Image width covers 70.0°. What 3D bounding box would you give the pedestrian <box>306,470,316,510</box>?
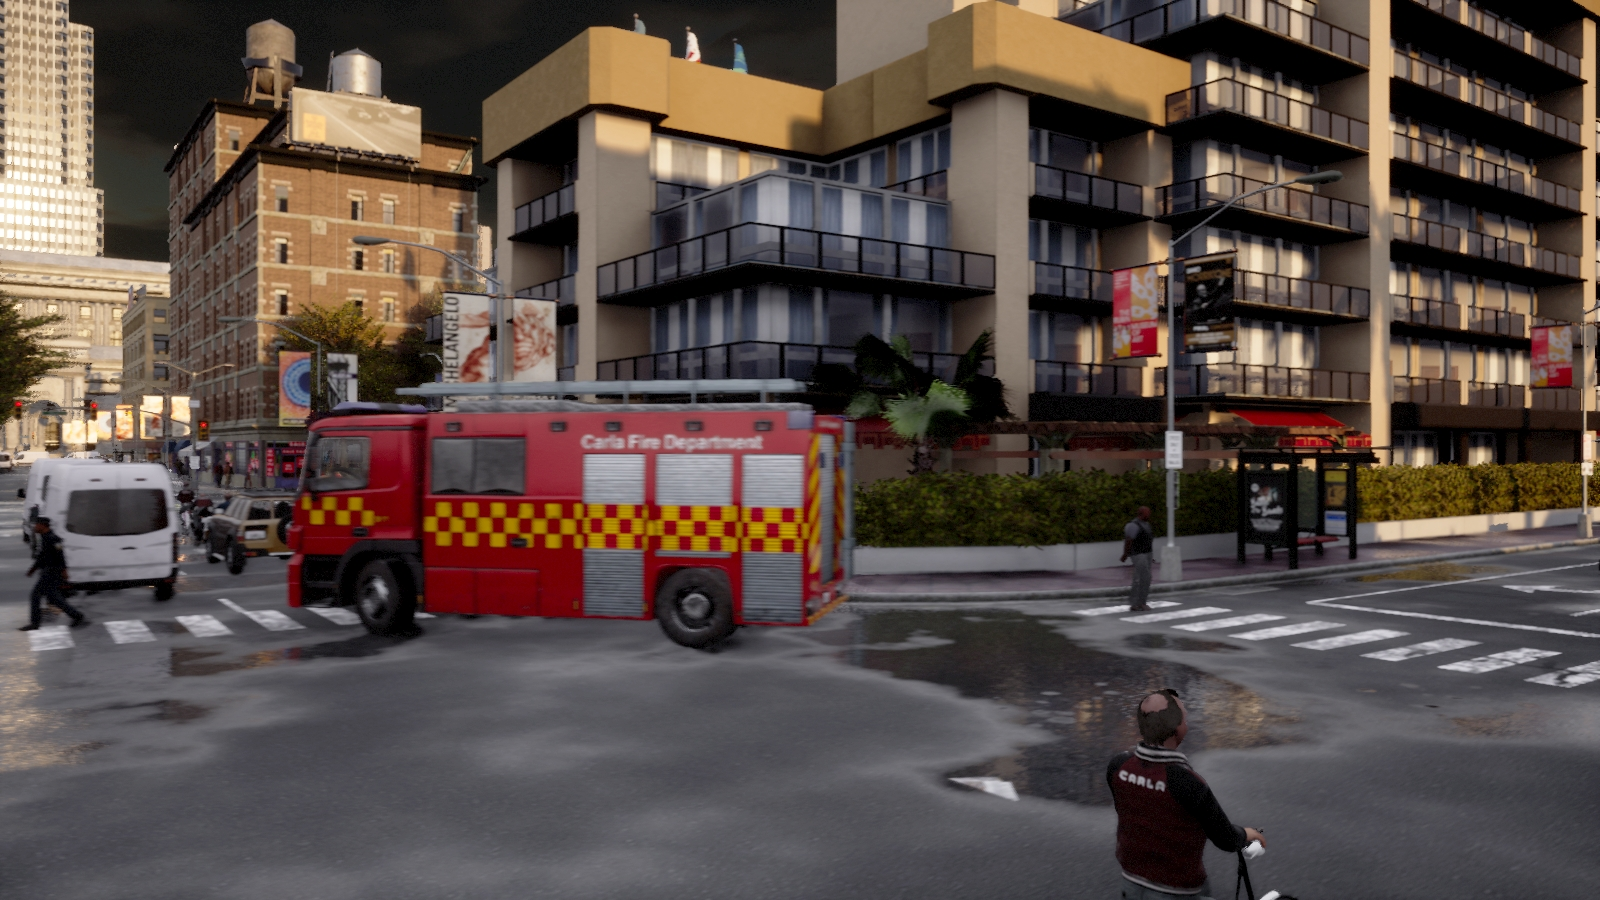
[{"bbox_3d":[-22.837,1.849,53.386,0.375,1.860,0.375,0,0,-31],"label":"pedestrian"}]

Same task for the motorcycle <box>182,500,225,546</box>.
[{"bbox_3d":[-18.114,2.205,34.672,0.867,1.251,2.209,0,0,-35],"label":"motorcycle"}]

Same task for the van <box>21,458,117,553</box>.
[{"bbox_3d":[-22.000,1.534,34.278,1.988,2.561,5.915,0,0,-37],"label":"van"}]

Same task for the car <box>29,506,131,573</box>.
[{"bbox_3d":[-18.004,2.155,28.480,1.895,1.301,4.718,0,0,-35],"label":"car"}]

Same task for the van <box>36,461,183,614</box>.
[{"bbox_3d":[-13.756,1.534,22.565,1.988,2.561,5.915,0,0,-36],"label":"van"}]

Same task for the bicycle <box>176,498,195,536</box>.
[{"bbox_3d":[-20.431,2.210,37.970,0.329,1.171,1.835,0,0,-36],"label":"bicycle"}]

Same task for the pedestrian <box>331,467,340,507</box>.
[{"bbox_3d":[-21.375,1.696,52.599,0.375,1.860,0.375,0,0,-25],"label":"pedestrian"}]

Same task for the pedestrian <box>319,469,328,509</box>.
[{"bbox_3d":[-22.685,1.849,54.365,0.375,1.860,0.375,0,0,-25],"label":"pedestrian"}]

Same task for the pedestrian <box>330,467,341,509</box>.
[{"bbox_3d":[-20.888,1.696,51.385,0.375,1.860,0.375,0,0,-31],"label":"pedestrian"}]

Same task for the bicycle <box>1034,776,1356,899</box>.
[{"bbox_3d":[1.793,2.210,5.021,1.835,1.171,0.329,0,0,-35],"label":"bicycle"}]

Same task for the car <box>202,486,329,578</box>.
[{"bbox_3d":[-12.879,1.864,27.390,1.932,1.855,4.605,0,0,-36],"label":"car"}]

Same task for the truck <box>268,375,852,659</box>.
[{"bbox_3d":[-3.633,0.891,17.784,8.468,3.827,2.891,0,0,13],"label":"truck"}]

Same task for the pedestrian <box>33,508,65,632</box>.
[{"bbox_3d":[-11.661,1.849,17.743,0.375,1.860,0.375,0,0,-40],"label":"pedestrian"}]

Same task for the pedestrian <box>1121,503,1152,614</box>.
[{"bbox_3d":[5.772,1.849,19.603,0.375,1.860,0.375,0,0,44],"label":"pedestrian"}]

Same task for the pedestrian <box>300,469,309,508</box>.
[{"bbox_3d":[-23.861,1.849,55.032,0.375,1.860,0.375,0,0,-28],"label":"pedestrian"}]
